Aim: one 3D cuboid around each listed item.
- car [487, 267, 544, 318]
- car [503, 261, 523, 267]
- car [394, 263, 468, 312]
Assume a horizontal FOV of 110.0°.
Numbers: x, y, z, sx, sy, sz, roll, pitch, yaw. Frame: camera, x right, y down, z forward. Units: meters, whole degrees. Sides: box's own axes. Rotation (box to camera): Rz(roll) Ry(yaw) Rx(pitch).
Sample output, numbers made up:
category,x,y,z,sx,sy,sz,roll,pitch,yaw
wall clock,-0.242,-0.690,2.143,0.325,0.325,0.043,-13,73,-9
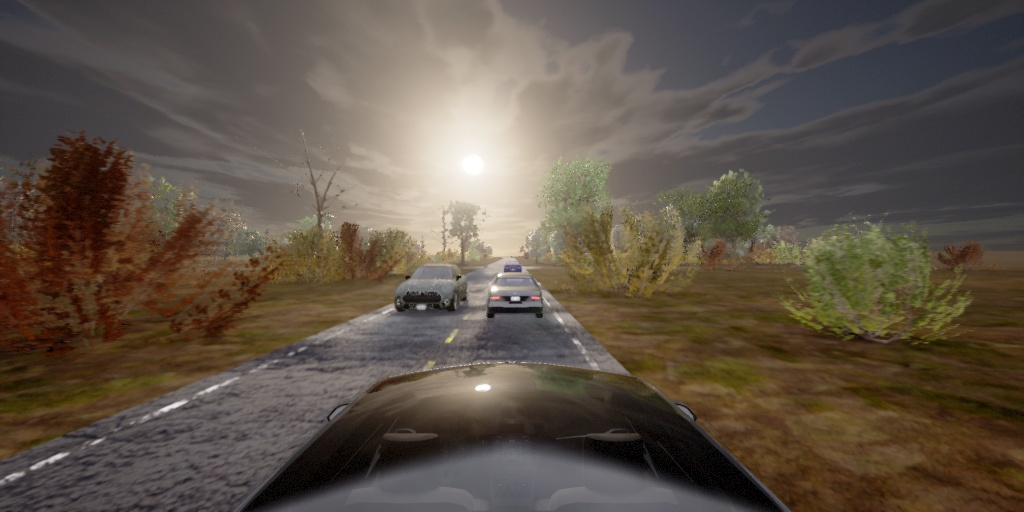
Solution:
category,x,y,z,sx,sy,sz,roll,pitch,yaw
car,0.098,1.300,13.017,2.033,1.411,5.357,0,0,0
car,0.096,1.226,38.039,1.882,1.535,5.008,0,0,0
car,-3.007,1.103,14.167,2.097,1.767,4.553,0,0,0
